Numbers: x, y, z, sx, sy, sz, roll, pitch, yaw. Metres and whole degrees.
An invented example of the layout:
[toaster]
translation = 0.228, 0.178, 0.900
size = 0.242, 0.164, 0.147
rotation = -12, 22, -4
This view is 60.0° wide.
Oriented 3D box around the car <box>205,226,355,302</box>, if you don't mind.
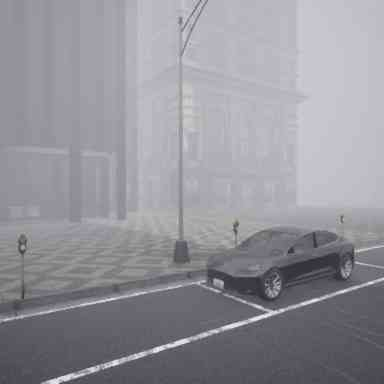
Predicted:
[car]
translation = 2.339, 1.565, 8.298
size = 4.313, 1.339, 1.947
rotation = 0, 0, -35
